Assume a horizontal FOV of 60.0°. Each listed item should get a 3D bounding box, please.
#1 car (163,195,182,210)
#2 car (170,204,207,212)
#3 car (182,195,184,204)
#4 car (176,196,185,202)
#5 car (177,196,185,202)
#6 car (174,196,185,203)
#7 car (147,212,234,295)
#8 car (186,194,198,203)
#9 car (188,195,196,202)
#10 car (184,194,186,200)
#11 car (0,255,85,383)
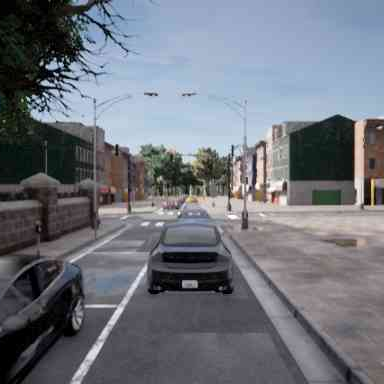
[{"bbox_3d":[-2.631,1.437,42.275,1.967,1.590,4.097,-1,0,0],"label":"car"},{"bbox_3d":[0.106,1.536,16.692,2.033,1.411,5.357,0,0,0],"label":"car"},{"bbox_3d":[-2.628,1.441,47.710,1.967,1.590,4.097,-1,0,0],"label":"car"},{"bbox_3d":[-2.617,1.583,74.884,1.887,1.381,4.507,-1,0,0],"label":"car"},{"bbox_3d":[-2.615,1.613,80.319,1.947,1.339,4.313,-1,0,0],"label":"car"},{"bbox_3d":[-2.619,1.580,69.449,2.008,1.369,4.403,-1,0,0],"label":"car"},{"bbox_3d":[-0.020,1.496,8.712,1.837,1.490,4.892,0,0,0],"label":"car"},{"bbox_3d":[0.125,1.507,68.750,1.882,1.535,5.008,0,-1,0],"label":"car"},{"bbox_3d":[0.032,1.591,82.861,2.033,1.411,5.357,0,0,0],"label":"car"},{"bbox_3d":[-2.622,1.566,64.014,1.887,1.381,4.507,-1,0,0],"label":"car"},{"bbox_3d":[-2.643,1.561,3.955,1.947,1.339,4.313,-1,0,0],"label":"car"}]
